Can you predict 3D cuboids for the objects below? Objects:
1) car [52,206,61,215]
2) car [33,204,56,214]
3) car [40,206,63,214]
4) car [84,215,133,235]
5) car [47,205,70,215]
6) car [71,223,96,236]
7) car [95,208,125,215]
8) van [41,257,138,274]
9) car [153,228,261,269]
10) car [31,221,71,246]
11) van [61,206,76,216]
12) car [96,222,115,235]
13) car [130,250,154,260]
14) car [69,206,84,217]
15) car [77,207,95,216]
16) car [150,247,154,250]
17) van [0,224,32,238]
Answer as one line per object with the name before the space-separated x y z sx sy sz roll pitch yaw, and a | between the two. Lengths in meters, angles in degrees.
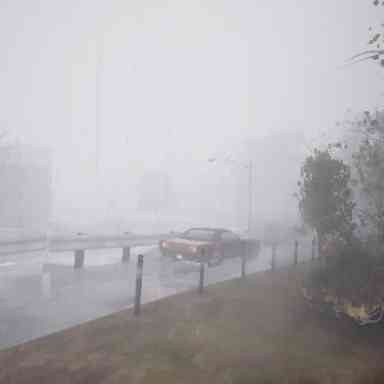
car | -25.757 3.946 68.431 2.097 1.535 5.008 1 1 19
car | -32.768 3.694 74.103 2.185 1.767 4.553 1 1 19
car | -30.447 3.902 72.192 2.002 1.452 4.674 0 1 19
car | -9.671 4.133 38.889 5.566 2.045 2.435 0 0 17
car | -28.122 3.779 70.279 2.185 1.767 4.553 0 1 19
car | -13.197 4.133 34.178 5.566 2.045 2.435 0 0 17
car | -14.036 3.908 59.007 2.435 2.045 5.566 1 1 19
van | -5.219 4.407 16.532 4.442 1.987 1.878 2 1 17
car | 0.938 2.090 13.100 1.895 1.301 4.718 1 -4 37
car | -14.990 4.133 31.824 5.566 2.045 2.435 0 0 17
van | -23.454 3.765 66.431 1.878 1.987 4.442 1 1 19
car | -11.407 4.414 36.544 4.792 1.488 2.163 0 0 17
car | -3.474 4.505 18.953 4.553 1.767 2.185 2 1 17
car | -21.083 4.071 64.666 2.002 1.452 4.674 0 1 19
car | -18.674 4.067 62.968 1.946 1.575 5.366 0 1 19
car | -1.699 4.377 21.370 5.566 2.045 2.435 2 1 17
van | -16.922 4.159 29.502 4.442 1.987 1.878 0 0 17
